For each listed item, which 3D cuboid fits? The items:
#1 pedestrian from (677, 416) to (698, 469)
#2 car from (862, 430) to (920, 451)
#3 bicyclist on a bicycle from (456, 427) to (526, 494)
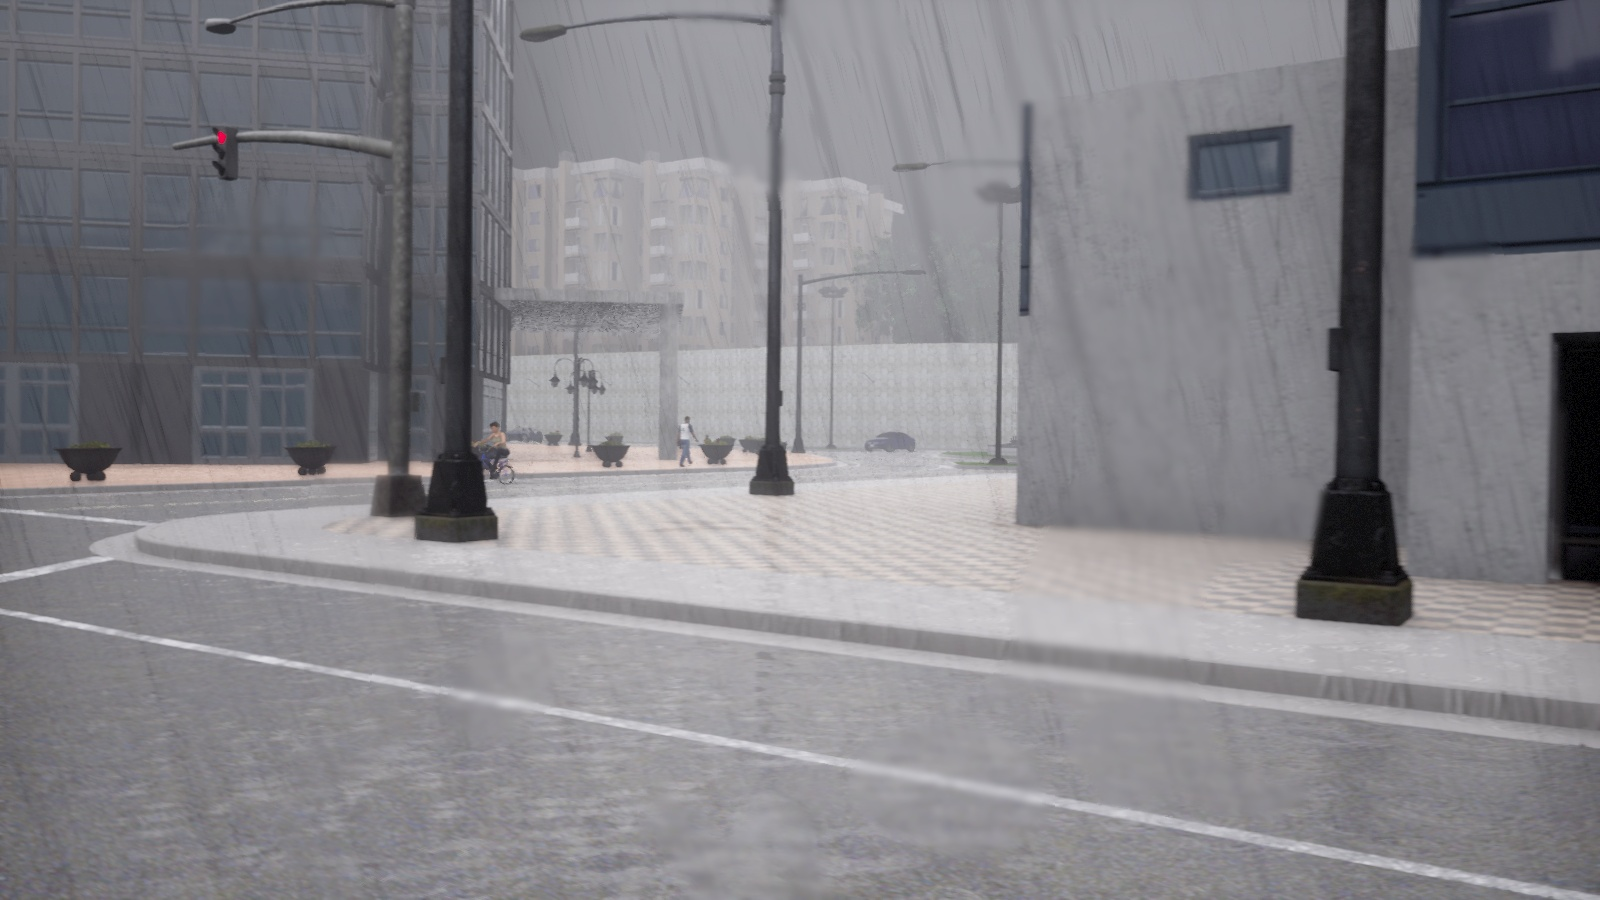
[{"bbox_3d":[-3.957,-0.264,44.315,0.354,1.836,0.706,0,1,35],"label":"pedestrian"},{"bbox_3d":[6.447,-0.684,88.726,1.812,1.442,4.674,0,1,38],"label":"car"},{"bbox_3d":[-7.703,0.239,31.357,0.866,1.612,1.509,0,1,34],"label":"bicyclist on a bicycle"}]
